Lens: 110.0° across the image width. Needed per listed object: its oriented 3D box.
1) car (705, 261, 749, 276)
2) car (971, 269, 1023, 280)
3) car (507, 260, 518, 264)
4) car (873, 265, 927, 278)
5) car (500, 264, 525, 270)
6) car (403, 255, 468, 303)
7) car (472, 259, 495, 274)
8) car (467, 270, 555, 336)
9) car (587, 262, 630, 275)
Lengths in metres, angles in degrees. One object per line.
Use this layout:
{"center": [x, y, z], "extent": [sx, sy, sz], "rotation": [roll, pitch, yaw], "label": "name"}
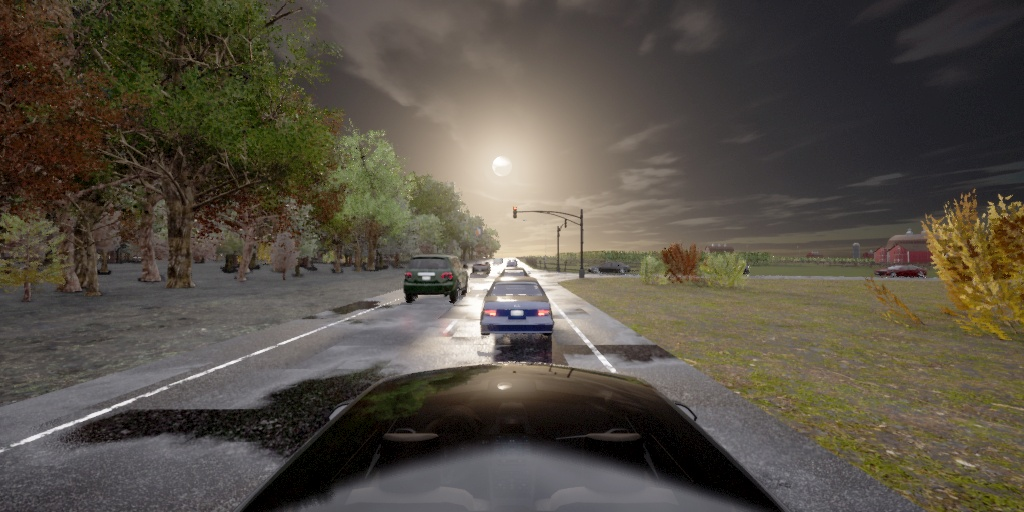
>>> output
{"center": [24.824, 1.429, 41.734], "extent": [4.553, 1.767, 2.097], "rotation": [1, -1, 0], "label": "car"}
{"center": [51.436, 1.910, 37.965], "extent": [4.718, 1.301, 1.895], "rotation": [1, -1, 1], "label": "car"}
{"center": [0.024, 1.302, 60.973], "extent": [2.033, 1.411, 5.357], "rotation": [0, 0, 2], "label": "car"}
{"center": [44.939, 1.775, 41.602], "extent": [5.008, 1.535, 1.882], "rotation": [1, -1, 1], "label": "car"}
{"center": [0.114, 1.318, 19.638], "extent": [1.994, 1.385, 4.181], "rotation": [0, 0, 0], "label": "car"}
{"center": [-3.394, 0.974, 16.881], "extent": [2.150, 2.045, 5.566], "rotation": [0, 0, 0], "label": "car"}
{"center": [-3.384, 1.249, 40.165], "extent": [2.128, 1.511, 4.902], "rotation": [0, 0, 0], "label": "car"}
{"center": [0.105, 1.300, 10.396], "extent": [2.033, 1.411, 5.357], "rotation": [0, 0, 0], "label": "car"}
{"center": [11.356, 1.443, 42.199], "extent": [4.892, 1.490, 1.837], "rotation": [1, -1, 6], "label": "car"}
